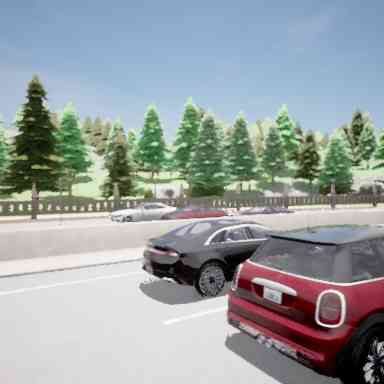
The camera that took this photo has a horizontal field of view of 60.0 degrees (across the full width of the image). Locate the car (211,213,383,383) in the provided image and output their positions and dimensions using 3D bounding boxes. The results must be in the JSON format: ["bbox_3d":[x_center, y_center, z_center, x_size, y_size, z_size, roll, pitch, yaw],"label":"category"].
[{"bbox_3d":[2.812,1.308,5.331,4.553,1.767,2.097,-1,0,-32],"label":"car"}]

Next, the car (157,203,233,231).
[{"bbox_3d":[0.188,1.466,20.193,4.181,1.385,1.994,-1,0,-28],"label":"car"}]

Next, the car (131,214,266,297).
[{"bbox_3d":[1.132,1.444,8.432,4.902,1.511,2.128,-1,0,-32],"label":"car"}]

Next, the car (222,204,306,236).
[{"bbox_3d":[3.935,1.450,18.229,4.181,1.385,1.994,-1,0,-27],"label":"car"}]
